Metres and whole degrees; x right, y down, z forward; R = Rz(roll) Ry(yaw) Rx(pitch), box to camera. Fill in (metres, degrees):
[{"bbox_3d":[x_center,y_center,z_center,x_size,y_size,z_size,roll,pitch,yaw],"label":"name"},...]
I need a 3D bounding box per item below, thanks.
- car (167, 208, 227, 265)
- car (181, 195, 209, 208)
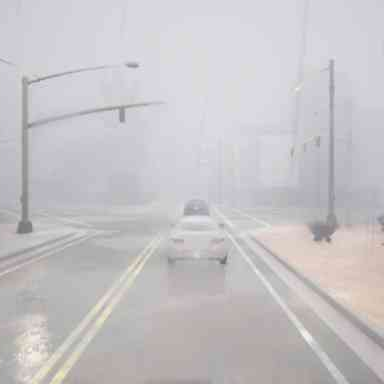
[{"bbox_3d":[0.179,1.521,11.533,1.812,1.442,4.674,0,0,1],"label":"car"},{"bbox_3d":[0.365,1.367,28.888,2.097,1.767,4.553,0,0,1],"label":"car"}]
